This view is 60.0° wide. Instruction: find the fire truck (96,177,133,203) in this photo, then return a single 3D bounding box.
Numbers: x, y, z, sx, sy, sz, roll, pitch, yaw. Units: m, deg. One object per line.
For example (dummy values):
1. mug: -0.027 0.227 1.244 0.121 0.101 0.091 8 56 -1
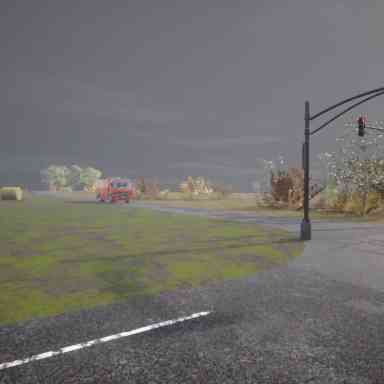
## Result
1. fire truck: -11.796 -0.354 50.011 2.891 3.827 8.468 1 0 -32
